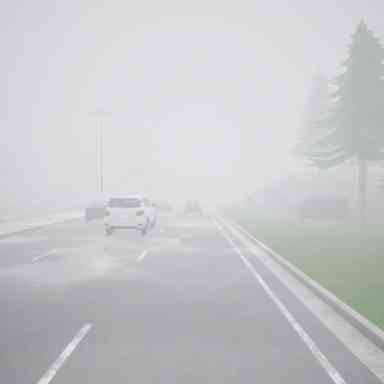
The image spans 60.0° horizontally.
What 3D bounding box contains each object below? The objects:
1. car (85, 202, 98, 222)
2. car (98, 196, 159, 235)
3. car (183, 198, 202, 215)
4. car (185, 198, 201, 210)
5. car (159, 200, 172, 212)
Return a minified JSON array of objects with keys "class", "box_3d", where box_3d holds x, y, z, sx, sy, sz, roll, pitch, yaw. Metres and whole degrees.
[{"class":"car","box_3d":[-6.903,1.477,26.316,1.882,1.535,5.008,0,0,0]},{"class":"car","box_3d":[-3.402,1.221,19.040,2.150,2.045,5.566,0,0,0]},{"class":"car","box_3d":[0.091,1.547,34.438,2.033,1.411,5.357,0,0,0]},{"class":"car","box_3d":[0.133,1.547,44.513,2.033,1.411,5.357,0,0,1]},{"class":"car","box_3d":[-3.403,1.563,38.812,1.994,1.385,4.181,0,0,0]}]
